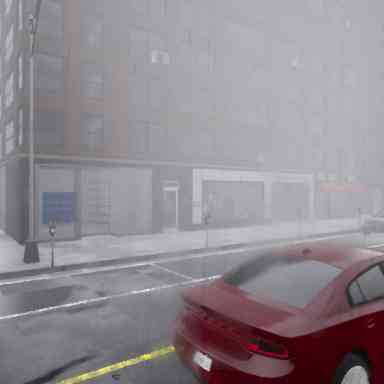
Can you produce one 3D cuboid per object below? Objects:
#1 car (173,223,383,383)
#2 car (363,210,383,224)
[{"bbox_3d":[2.118,1.478,4.673,5.008,1.535,1.882,0,0,-35],"label":"car"},{"bbox_3d":[10.616,1.582,17.470,4.206,1.307,1.802,0,0,-35],"label":"car"}]
